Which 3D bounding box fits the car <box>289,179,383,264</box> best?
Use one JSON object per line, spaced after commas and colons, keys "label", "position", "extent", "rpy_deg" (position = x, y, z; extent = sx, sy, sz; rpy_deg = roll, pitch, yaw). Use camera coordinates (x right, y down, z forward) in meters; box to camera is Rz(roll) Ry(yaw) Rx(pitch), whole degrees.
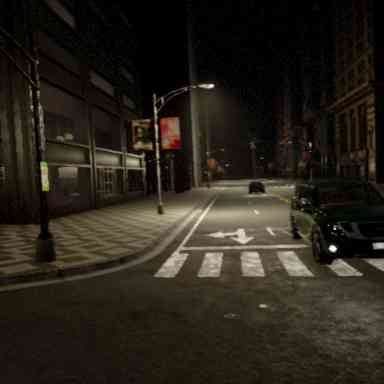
{"label": "car", "position": [4.318, 0.666, 9.838], "extent": [2.150, 2.045, 5.566], "rpy_deg": [-2, 3, 7]}

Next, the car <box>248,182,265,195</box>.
{"label": "car", "position": [8.009, -0.561, 41.716], "extent": [1.882, 1.535, 5.008], "rpy_deg": [-2, 3, 7]}
